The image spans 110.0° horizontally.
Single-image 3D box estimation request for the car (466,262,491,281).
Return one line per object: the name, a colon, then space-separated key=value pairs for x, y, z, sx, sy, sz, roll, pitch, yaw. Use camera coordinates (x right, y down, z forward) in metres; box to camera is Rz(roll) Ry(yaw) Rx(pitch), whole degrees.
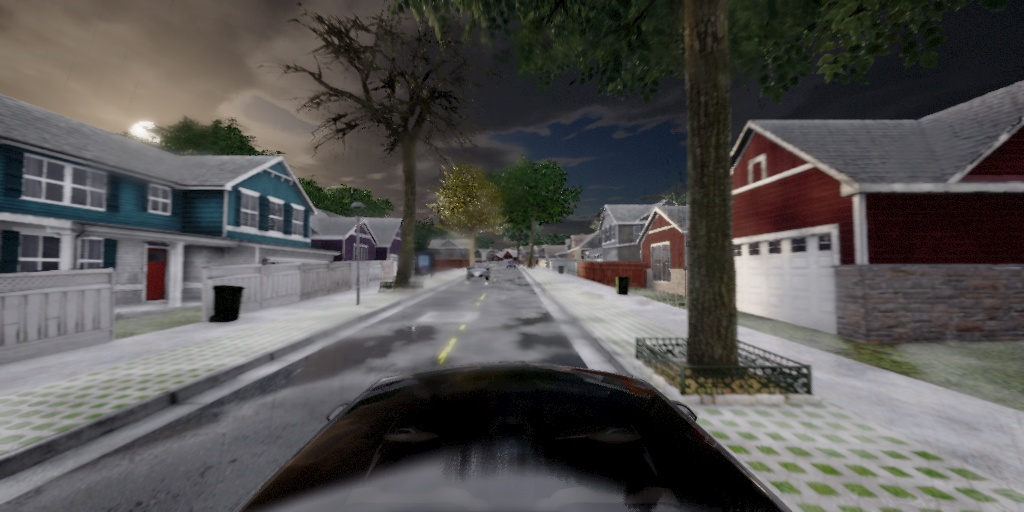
car: x=-2.824 y=1.308 z=31.261 sx=2.128 sy=1.511 sz=4.902 roll=0 pitch=0 yaw=0
